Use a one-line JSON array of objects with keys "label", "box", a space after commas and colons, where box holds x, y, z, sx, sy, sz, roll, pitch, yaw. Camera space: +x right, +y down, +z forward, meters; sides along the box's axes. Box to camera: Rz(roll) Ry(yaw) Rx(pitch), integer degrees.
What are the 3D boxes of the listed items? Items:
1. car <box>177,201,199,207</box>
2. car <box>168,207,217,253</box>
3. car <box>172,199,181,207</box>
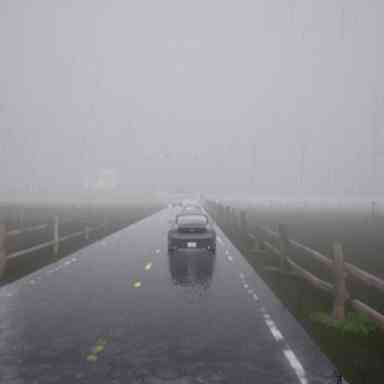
[{"label": "car", "box": [0.004, 1.822, 28.999, 2.033, 1.411, 5.357, 0, -1, 0]}, {"label": "car", "box": [0.007, 1.644, 14.306, 1.837, 1.490, 4.892, 0, 0, 0]}, {"label": "car", "box": [-2.749, 2.116, 63.446, 1.837, 1.490, 4.892, 0, -1, 0]}]
